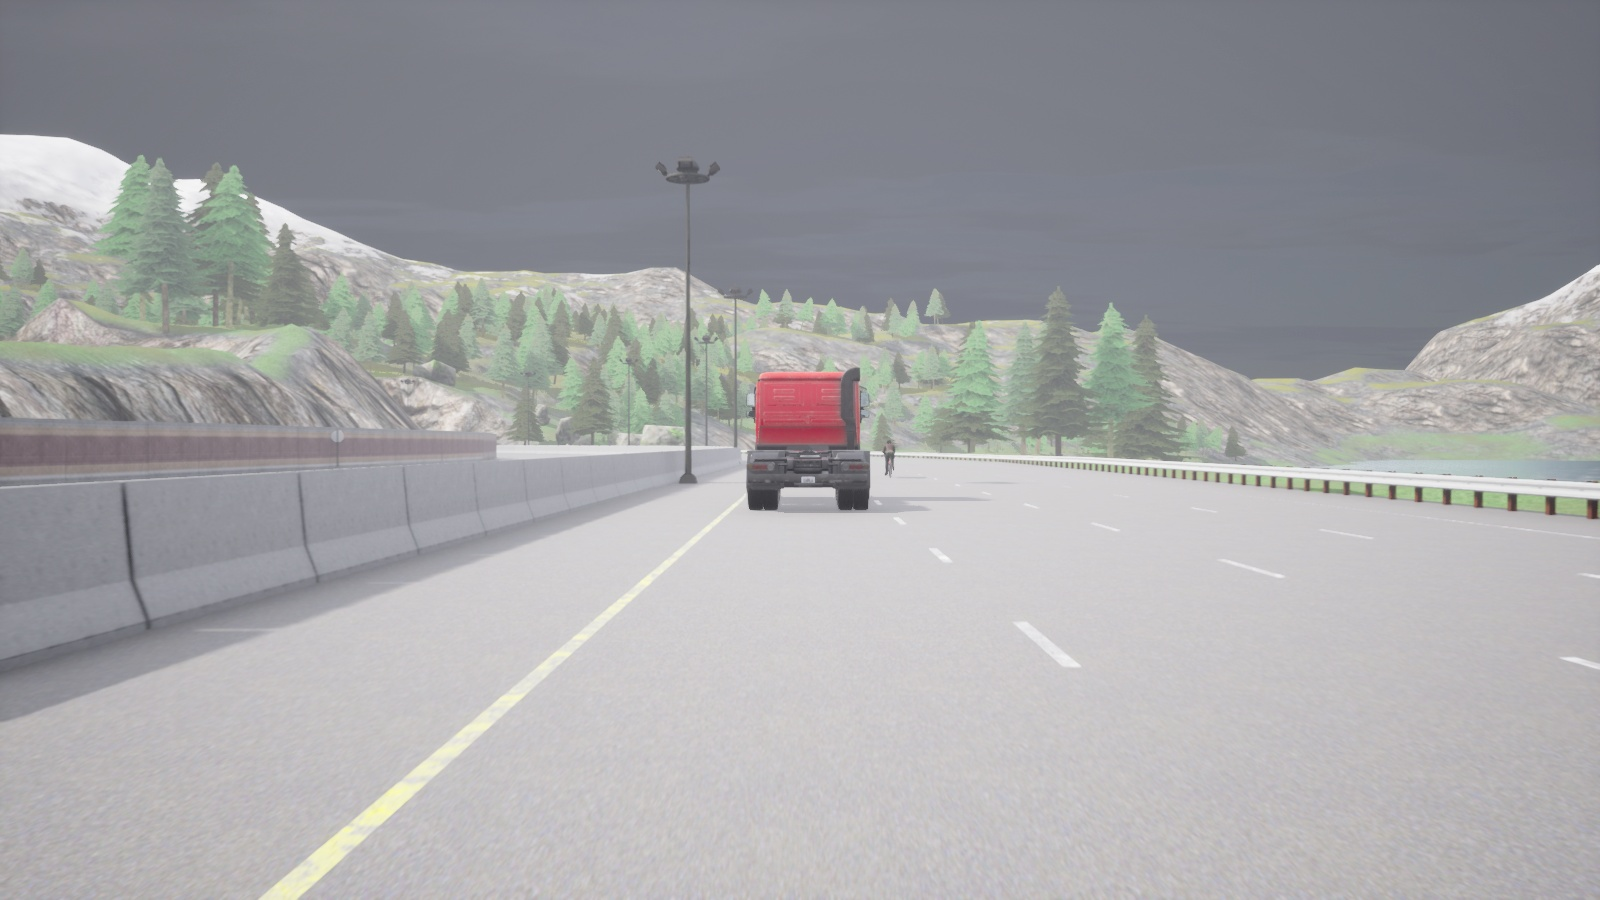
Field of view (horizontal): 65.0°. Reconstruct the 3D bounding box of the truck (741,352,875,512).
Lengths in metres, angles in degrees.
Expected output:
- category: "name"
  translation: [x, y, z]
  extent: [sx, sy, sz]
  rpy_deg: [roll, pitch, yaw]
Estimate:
- category: "truck"
  translation: [0.195, -0.410, 31.056]
  extent: [2.891, 3.462, 7.936]
  rpy_deg: [0, 0, 0]
